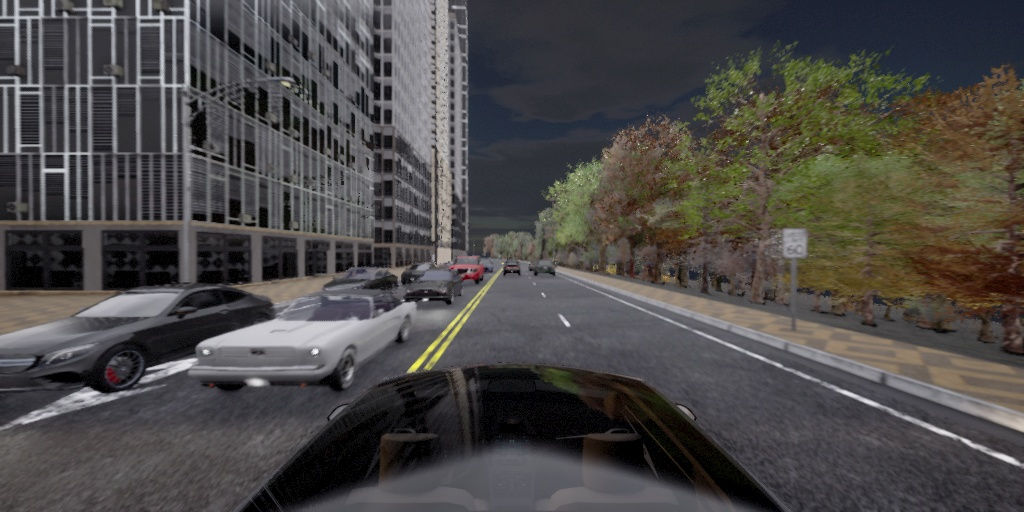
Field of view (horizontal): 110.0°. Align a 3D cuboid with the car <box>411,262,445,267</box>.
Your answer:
[{"bbox_3d":[-6.593,1.247,26.402,1.882,1.535,5.008,0,0,0],"label":"car"}]

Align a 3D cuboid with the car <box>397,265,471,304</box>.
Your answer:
[{"bbox_3d":[-3.350,1.310,16.569,2.033,1.411,5.357,0,0,0],"label":"car"}]

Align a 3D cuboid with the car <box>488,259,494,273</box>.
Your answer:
[{"bbox_3d":[-3.253,1.143,42.610,2.097,1.767,4.553,0,0,0],"label":"car"}]

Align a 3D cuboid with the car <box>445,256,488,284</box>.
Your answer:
[{"bbox_3d":[-3.345,0.989,27.193,2.150,2.045,5.566,0,0,1],"label":"car"}]

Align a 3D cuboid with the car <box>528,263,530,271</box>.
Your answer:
[{"bbox_3d":[3.260,1.331,48.223,1.994,1.385,4.181,0,0,0],"label":"car"}]

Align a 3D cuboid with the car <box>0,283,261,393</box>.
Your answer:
[{"bbox_3d":[-6.598,1.285,6.849,1.812,1.442,4.674,0,0,0],"label":"car"}]

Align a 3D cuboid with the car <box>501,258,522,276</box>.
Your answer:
[{"bbox_3d":[-0.002,1.273,37.170,1.837,1.490,4.892,0,0,0],"label":"car"}]

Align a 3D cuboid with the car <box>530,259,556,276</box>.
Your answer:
[{"bbox_3d":[3.247,1.118,37.076,2.097,1.767,4.553,0,0,0],"label":"car"}]

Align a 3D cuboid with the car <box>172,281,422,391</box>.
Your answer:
[{"bbox_3d":[-3.348,1.358,6.919,1.895,1.301,4.718,0,0,0],"label":"car"}]

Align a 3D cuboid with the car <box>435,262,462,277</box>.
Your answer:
[{"bbox_3d":[-6.543,1.337,37.274,1.994,1.385,4.181,0,0,1],"label":"car"}]

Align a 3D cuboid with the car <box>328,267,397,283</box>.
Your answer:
[{"bbox_3d":[-6.599,1.256,16.023,2.128,1.511,4.902,0,0,0],"label":"car"}]
